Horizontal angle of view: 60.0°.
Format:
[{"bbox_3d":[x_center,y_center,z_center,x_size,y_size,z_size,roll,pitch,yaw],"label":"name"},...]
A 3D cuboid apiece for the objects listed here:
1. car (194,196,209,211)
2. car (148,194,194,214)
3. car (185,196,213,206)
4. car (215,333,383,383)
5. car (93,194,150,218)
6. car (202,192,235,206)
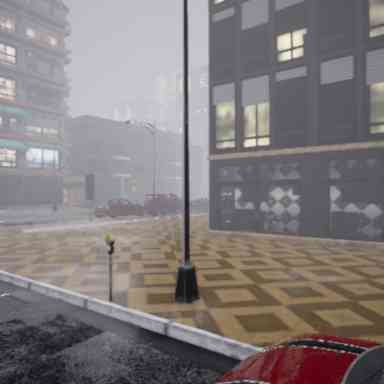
[{"bbox_3d":[0.906,1.335,35.624,1.802,1.307,4.206,0,0,36],"label":"car"},{"bbox_3d":[-2.415,1.080,31.123,2.192,1.841,5.009,0,0,36],"label":"car"},{"bbox_3d":[1.103,1.301,49.167,1.752,1.417,4.829,0,0,36],"label":"car"},{"bbox_3d":[1.835,1.445,1.584,4.097,1.590,1.967,0,0,36],"label":"car"},{"bbox_3d":[-5.734,1.216,26.622,1.967,1.590,4.097,0,0,36],"label":"car"},{"bbox_3d":[4.021,0.982,48.909,2.150,2.045,5.566,0,0,37],"label":"car"}]
